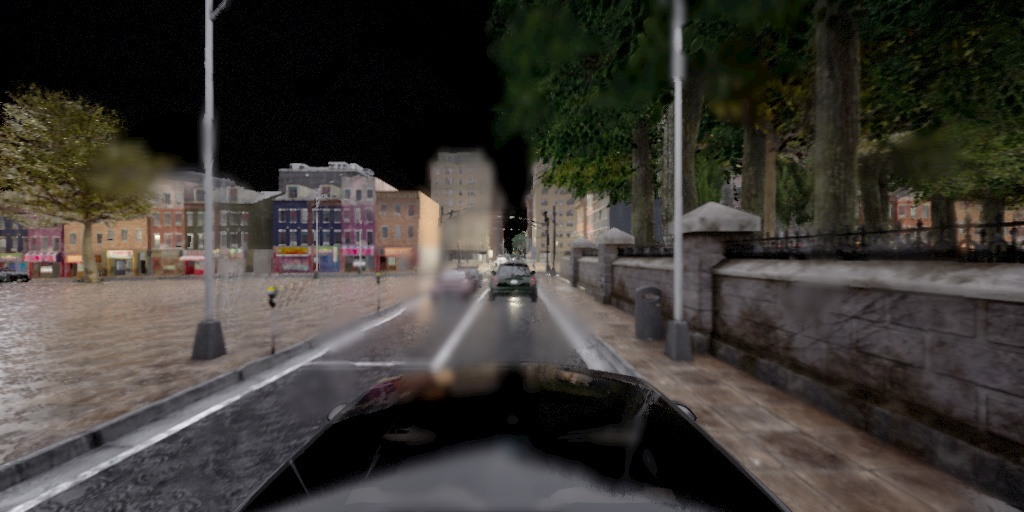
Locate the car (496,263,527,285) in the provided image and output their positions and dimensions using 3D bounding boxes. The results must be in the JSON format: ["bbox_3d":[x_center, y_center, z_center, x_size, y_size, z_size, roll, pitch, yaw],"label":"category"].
[{"bbox_3d":[-0.138,1.279,26.488,1.994,1.385,4.181,0,0,-5],"label":"car"}]

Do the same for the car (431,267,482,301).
[{"bbox_3d":[-2.634,1.310,16.931,1.802,1.307,4.207,0,0,0],"label":"car"}]

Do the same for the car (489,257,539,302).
[{"bbox_3d":[0.078,1.080,17.044,2.097,1.767,4.553,0,0,0],"label":"car"}]

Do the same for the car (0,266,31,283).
[{"bbox_3d":[-48.214,1.745,33.478,4.553,1.767,2.097,-1,0,0],"label":"car"}]
